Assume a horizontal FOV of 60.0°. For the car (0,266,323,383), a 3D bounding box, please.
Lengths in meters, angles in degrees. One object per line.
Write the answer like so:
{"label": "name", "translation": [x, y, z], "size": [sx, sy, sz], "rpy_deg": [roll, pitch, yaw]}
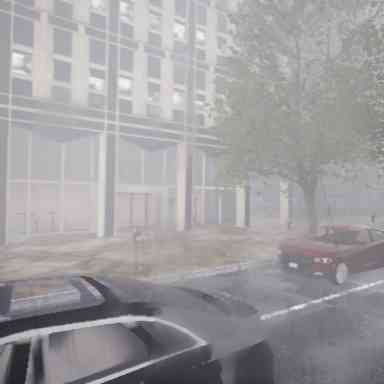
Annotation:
{"label": "car", "translation": [-1.516, 1.490, 2.296], "size": [4.902, 1.511, 2.128], "rpy_deg": [0, 0, -36]}

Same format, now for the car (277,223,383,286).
{"label": "car", "translation": [4.387, 1.613, 9.675], "size": [4.507, 1.381, 1.887], "rpy_deg": [1, 1, -35]}
